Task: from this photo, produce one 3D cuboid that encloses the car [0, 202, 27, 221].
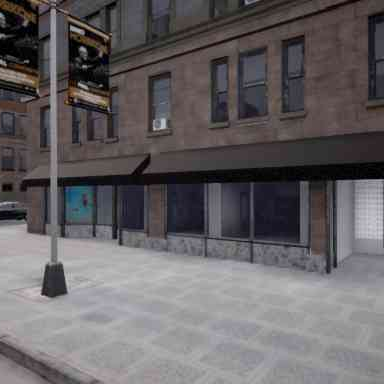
[{"bbox_3d":[-14.158,1.545,25.258,1.837,1.490,4.892,0,0,37],"label":"car"}]
